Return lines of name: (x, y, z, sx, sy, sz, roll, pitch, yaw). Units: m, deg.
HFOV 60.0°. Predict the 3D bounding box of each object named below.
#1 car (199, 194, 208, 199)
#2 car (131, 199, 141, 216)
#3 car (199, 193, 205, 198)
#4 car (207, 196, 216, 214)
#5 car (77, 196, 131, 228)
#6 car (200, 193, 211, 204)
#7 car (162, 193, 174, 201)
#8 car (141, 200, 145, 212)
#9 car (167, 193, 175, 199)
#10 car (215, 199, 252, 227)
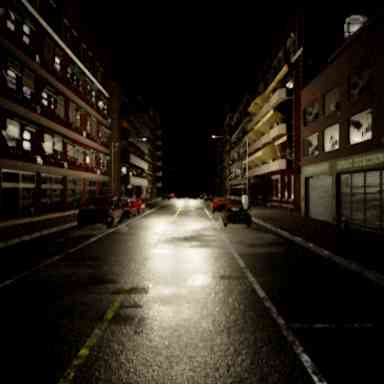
car: (2.825, 1.088, 83.232, 1.947, 1.339, 4.313, 0, 0, 0)
car: (-5.646, 1.288, 26.887, 1.967, 1.590, 4.097, 0, 0, 0)
car: (2.843, 1.038, 94.505, 1.802, 1.307, 4.206, 0, 0, 0)
car: (2.743, 1.360, 32.507, 1.887, 1.381, 4.507, 0, 0, 0)
car: (-5.654, 1.195, 21.251, 2.192, 1.841, 5.009, 0, 0, 0)
car: (2.780, 1.237, 55.051, 2.008, 1.369, 4.403, 0, 0, 0)
car: (-5.574, 1.139, 71.977, 2.008, 1.369, 4.403, 0, 0, 0)
car: (-5.637, 1.361, 32.525, 1.887, 1.381, 4.507, 0, 0, 0)
car: (-5.547, 1.034, 88.886, 1.887, 1.381, 4.507, 0, 0, 0)
car: (2.726, 1.404, 21.405, 1.752, 1.417, 4.829, 0, 0, 0)
